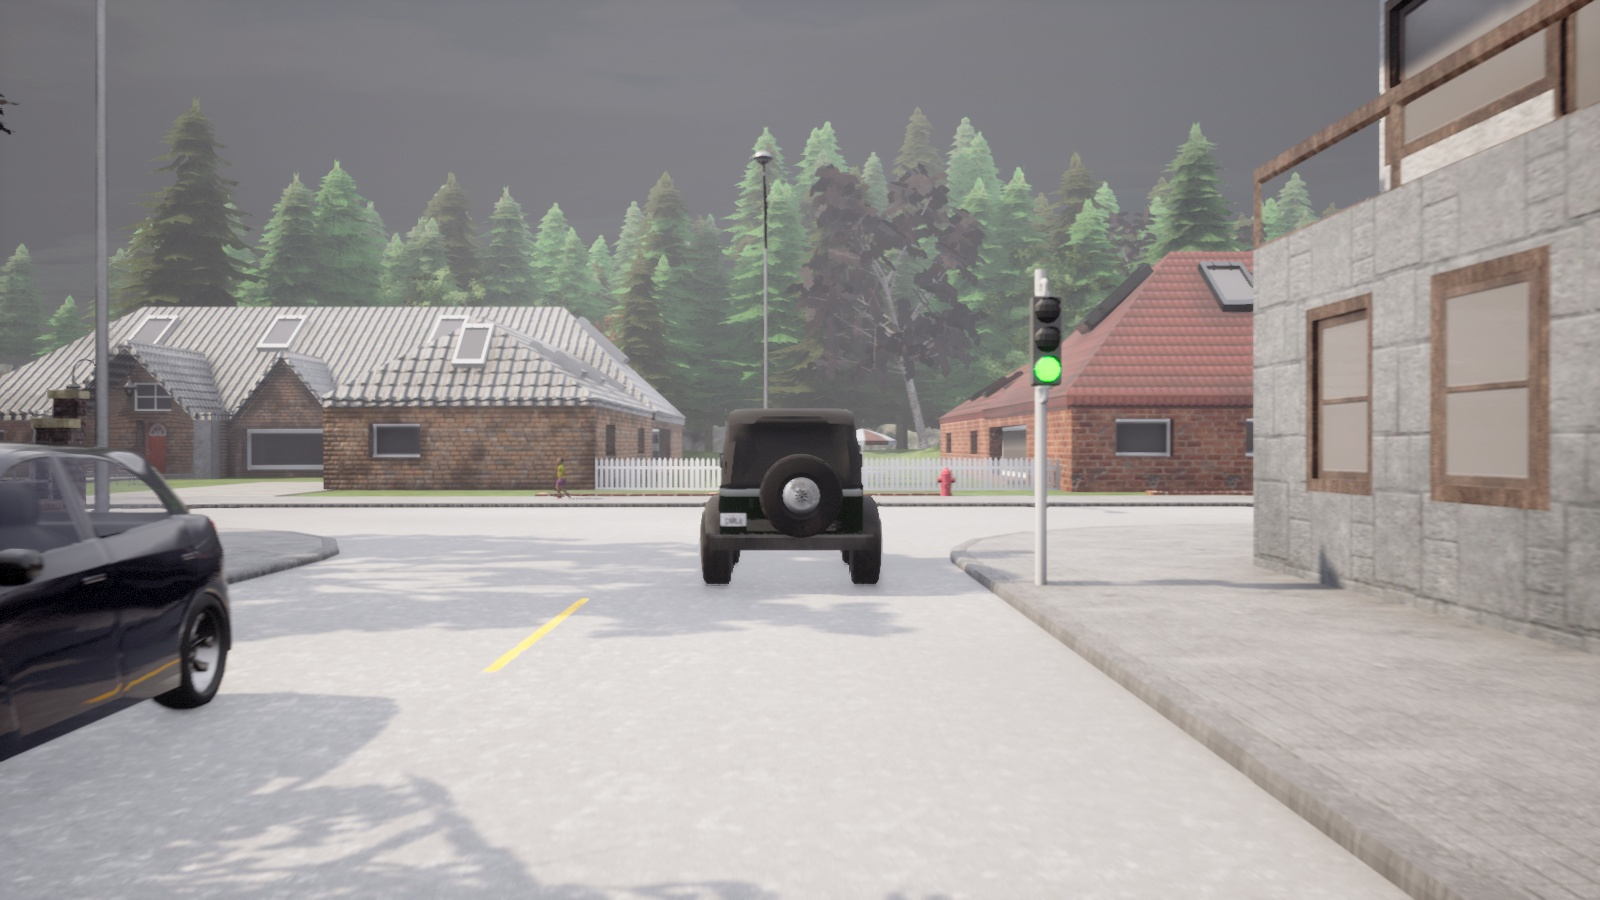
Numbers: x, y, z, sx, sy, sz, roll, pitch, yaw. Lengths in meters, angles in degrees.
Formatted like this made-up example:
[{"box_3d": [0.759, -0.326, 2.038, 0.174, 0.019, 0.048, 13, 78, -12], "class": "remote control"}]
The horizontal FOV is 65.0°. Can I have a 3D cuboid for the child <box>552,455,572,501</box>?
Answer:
[{"box_3d": [-6.074, 0.704, 32.058, 0.473, 1.160, 0.299, 0, 0, -1], "class": "child"}]

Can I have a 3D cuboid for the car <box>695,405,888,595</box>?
[{"box_3d": [-0.099, 0.486, 14.364, 1.905, 1.878, 3.866, 0, 0, -1], "class": "car"}]

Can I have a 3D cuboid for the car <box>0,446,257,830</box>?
[{"box_3d": [-4.088, 0.736, 5.648, 1.845, 1.501, 3.633, 0, 0, -3], "class": "car"}]
